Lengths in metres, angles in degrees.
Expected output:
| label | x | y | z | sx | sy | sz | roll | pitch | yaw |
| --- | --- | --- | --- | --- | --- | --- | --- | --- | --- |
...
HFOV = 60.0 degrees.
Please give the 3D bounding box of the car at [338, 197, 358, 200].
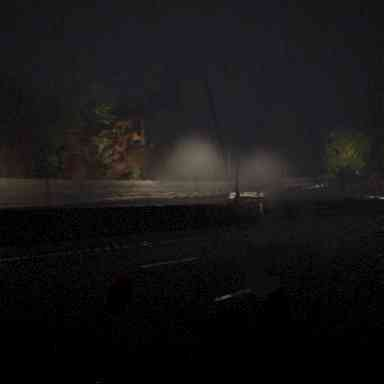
| label | x | y | z | sx | sy | sz | roll | pitch | yaw |
| --- | --- | --- | --- | --- | --- | --- | --- | --- | --- |
| car | 19.575 | 1.372 | 42.043 | 4.892 | 1.490 | 1.837 | 1 | 0 | -38 |
